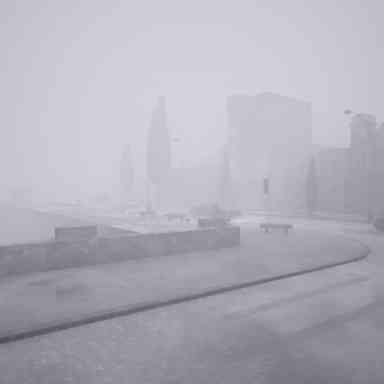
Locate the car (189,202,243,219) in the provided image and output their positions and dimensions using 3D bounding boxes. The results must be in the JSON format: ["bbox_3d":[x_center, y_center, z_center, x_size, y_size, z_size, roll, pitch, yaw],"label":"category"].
[{"bbox_3d":[1.895,1.547,28.557,2.033,1.411,5.357,0,0,-36],"label":"car"}]

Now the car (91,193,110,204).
[{"bbox_3d":[-17.244,1.221,62.551,2.150,2.045,5.566,0,0,-36],"label":"car"}]

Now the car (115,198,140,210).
[{"bbox_3d":[-8.490,1.526,43.116,1.812,1.442,4.674,0,0,-36],"label":"car"}]

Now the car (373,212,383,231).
[{"bbox_3d":[11.865,1.507,16.682,4.892,1.490,1.837,-1,1,38],"label":"car"}]
